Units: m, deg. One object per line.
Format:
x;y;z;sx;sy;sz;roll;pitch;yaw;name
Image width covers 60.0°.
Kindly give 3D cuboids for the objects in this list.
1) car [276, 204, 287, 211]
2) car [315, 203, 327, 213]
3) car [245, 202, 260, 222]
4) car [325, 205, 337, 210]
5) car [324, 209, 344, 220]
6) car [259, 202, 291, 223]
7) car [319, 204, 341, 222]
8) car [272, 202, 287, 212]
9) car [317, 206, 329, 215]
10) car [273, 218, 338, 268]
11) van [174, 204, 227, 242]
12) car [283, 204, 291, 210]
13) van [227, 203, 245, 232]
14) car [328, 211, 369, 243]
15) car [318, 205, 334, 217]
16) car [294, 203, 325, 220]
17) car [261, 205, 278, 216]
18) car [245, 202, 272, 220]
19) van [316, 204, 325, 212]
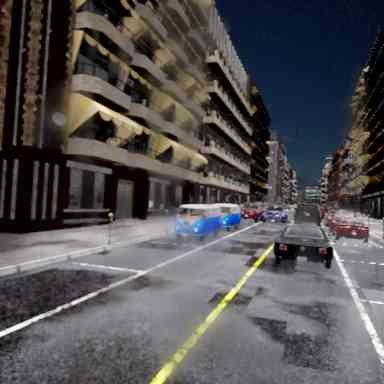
18.906;3.271;69.931;1.887;1.381;4.507;4;0;20;car
28.140;3.478;72.455;2.192;1.841;5.009;3;-1;20;car
5.952;1.976;33.471;2.192;1.841;5.009;4;0;20;car
13.348;2.379;30.764;1.967;1.590;4.097;4;0;20;car
11.480;2.337;25.556;1.887;1.381;4.507;4;0;20;car
8.126;2.089;32.238;2.097;1.767;4.553;2;-1;20;car
17.023;2.547;41.197;2.192;1.841;5.009;3;0;20;car
17.068;2.884;64.722;2.192;1.841;5.009;4;0;20;car
24.418;3.426;62.034;1.802;1.307;4.206;3;0;20;car
4.324;1.932;12.853;1.895;1.301;4.718;2;-1;20;car
0.391;1.568;17.843;1.690;1.788;3.998;4;0;20;van
24.461;3.794;85.558;1.802;1.307;4.206;3;-1;20;car
2.244;1.711;23.053;1.690;1.788;3.998;4;0;20;van
9.627;2.192;20.348;1.887;1.381;4.507;4;0;20;car
20.721;2.975;51.616;1.967;1.590;4.097;3;0;20;car
10.290;2.015;29.576;2.150;2.045;5.566;2;-1;20;car
11.494;2.672;49.097;1.947;1.339;4.313;4;0;20;car
7.805;2.123;38.679;2.192;1.841;5.009;4;0;20;car
29.991;3.666;77.664;1.690;1.788;3.998;3;-1;20;van
